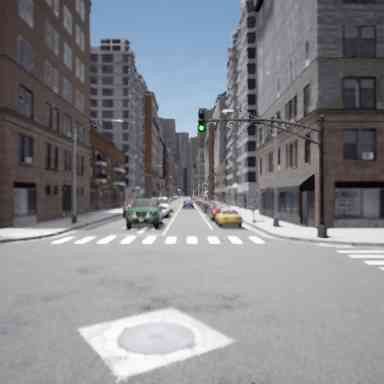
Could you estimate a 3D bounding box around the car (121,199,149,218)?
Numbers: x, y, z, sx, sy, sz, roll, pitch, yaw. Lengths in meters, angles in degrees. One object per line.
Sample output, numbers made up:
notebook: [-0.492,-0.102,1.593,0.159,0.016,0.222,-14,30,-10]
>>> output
car: [-6.011,1.661,35.448,2.192,1.841,5.009,0,-1,-1]

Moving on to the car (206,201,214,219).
car: [2.587,1.733,30.033,1.967,1.590,4.097,0,-1,-1]

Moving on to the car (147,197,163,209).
car: [-6.305,1.864,57.548,2.192,1.841,5.009,0,-1,-1]

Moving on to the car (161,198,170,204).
car: [-6.672,2.231,85.173,1.967,1.590,4.097,0,0,-1]

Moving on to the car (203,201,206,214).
car: [2.514,1.896,35.558,2.008,1.369,4.403,0,-1,-1]

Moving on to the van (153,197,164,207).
van: [-6.375,1.939,63.072,1.690,1.788,3.998,0,-1,-1]

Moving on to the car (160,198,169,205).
car: [-6.596,2.266,79.477,1.752,1.417,4.829,0,0,-1]

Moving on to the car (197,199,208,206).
car: [2.074,2.197,68.710,2.008,1.369,4.403,0,0,-1]

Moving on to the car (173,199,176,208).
car: [-3.502,2.031,44.512,1.895,1.301,4.718,0,-1,0]

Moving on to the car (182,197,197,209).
car: [-0.602,2.054,55.376,1.812,1.442,4.674,0,-1,-1]

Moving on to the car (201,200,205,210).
car: [2.441,1.963,41.083,1.947,1.339,4.313,0,-1,-1]

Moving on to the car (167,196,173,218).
car: [-3.418,1.557,34.416,2.150,2.045,5.566,0,-1,-1]

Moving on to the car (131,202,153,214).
car: [-6.084,1.948,40.971,2.008,1.369,4.403,0,-1,-1]

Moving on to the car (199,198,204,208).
car: [2.367,1.993,46.609,1.887,1.381,4.507,0,-1,-1]

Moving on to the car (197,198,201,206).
car: [2.294,2.050,52.133,2.008,1.369,4.403,0,-1,-1]

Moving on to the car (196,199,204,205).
car: [1.927,2.324,79.759,1.802,1.307,4.206,0,0,-1]

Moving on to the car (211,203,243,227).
car: [2.659,1.767,24.678,1.752,1.417,4.829,0,-1,-1]

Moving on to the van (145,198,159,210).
van: [-6.231,1.840,52.023,1.690,1.788,3.998,0,-1,-1]

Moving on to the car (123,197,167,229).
car: [-3.287,1.458,23.976,2.150,2.045,5.566,0,-1,-1]

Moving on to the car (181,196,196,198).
car: [-0.739,2.112,65.279,2.128,1.511,4.902,0,-1,-1]

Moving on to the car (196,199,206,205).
car: [2.000,2.245,74.235,2.008,1.369,4.403,0,0,-1]
